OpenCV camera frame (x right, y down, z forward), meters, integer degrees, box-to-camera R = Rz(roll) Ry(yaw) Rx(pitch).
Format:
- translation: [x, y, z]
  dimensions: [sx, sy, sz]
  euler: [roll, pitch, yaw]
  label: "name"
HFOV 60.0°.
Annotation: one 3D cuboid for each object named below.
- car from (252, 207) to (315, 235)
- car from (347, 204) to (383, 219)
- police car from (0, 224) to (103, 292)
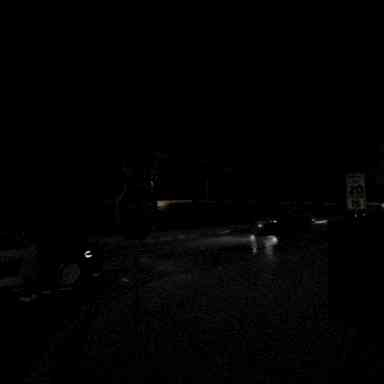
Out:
- translation: [5.666, 1.669, 20.349]
  dimensions: [4.902, 1.511, 2.128]
  euler: [1, -1, -42]
  label: "car"
- translation: [15.196, 1.787, 28.819]
  dimensions: [4.892, 1.490, 1.837]
  euler: [1, -1, -42]
  label: "car"
- translation: [-4.598, 1.434, 7.420]
  dimensions: [5.238, 1.638, 1.930]
  euler: [0, -1, -42]
  label: "police car"
